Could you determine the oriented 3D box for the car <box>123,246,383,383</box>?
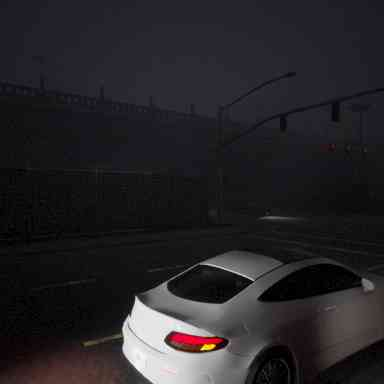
[{"bbox_3d":[1.343,1.526,4.745,4.674,1.442,1.812,0,0,-35],"label":"car"}]

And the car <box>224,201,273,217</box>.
[{"bbox_3d":[5.412,1.603,32.787,2.033,1.411,5.357,0,0,-36],"label":"car"}]
